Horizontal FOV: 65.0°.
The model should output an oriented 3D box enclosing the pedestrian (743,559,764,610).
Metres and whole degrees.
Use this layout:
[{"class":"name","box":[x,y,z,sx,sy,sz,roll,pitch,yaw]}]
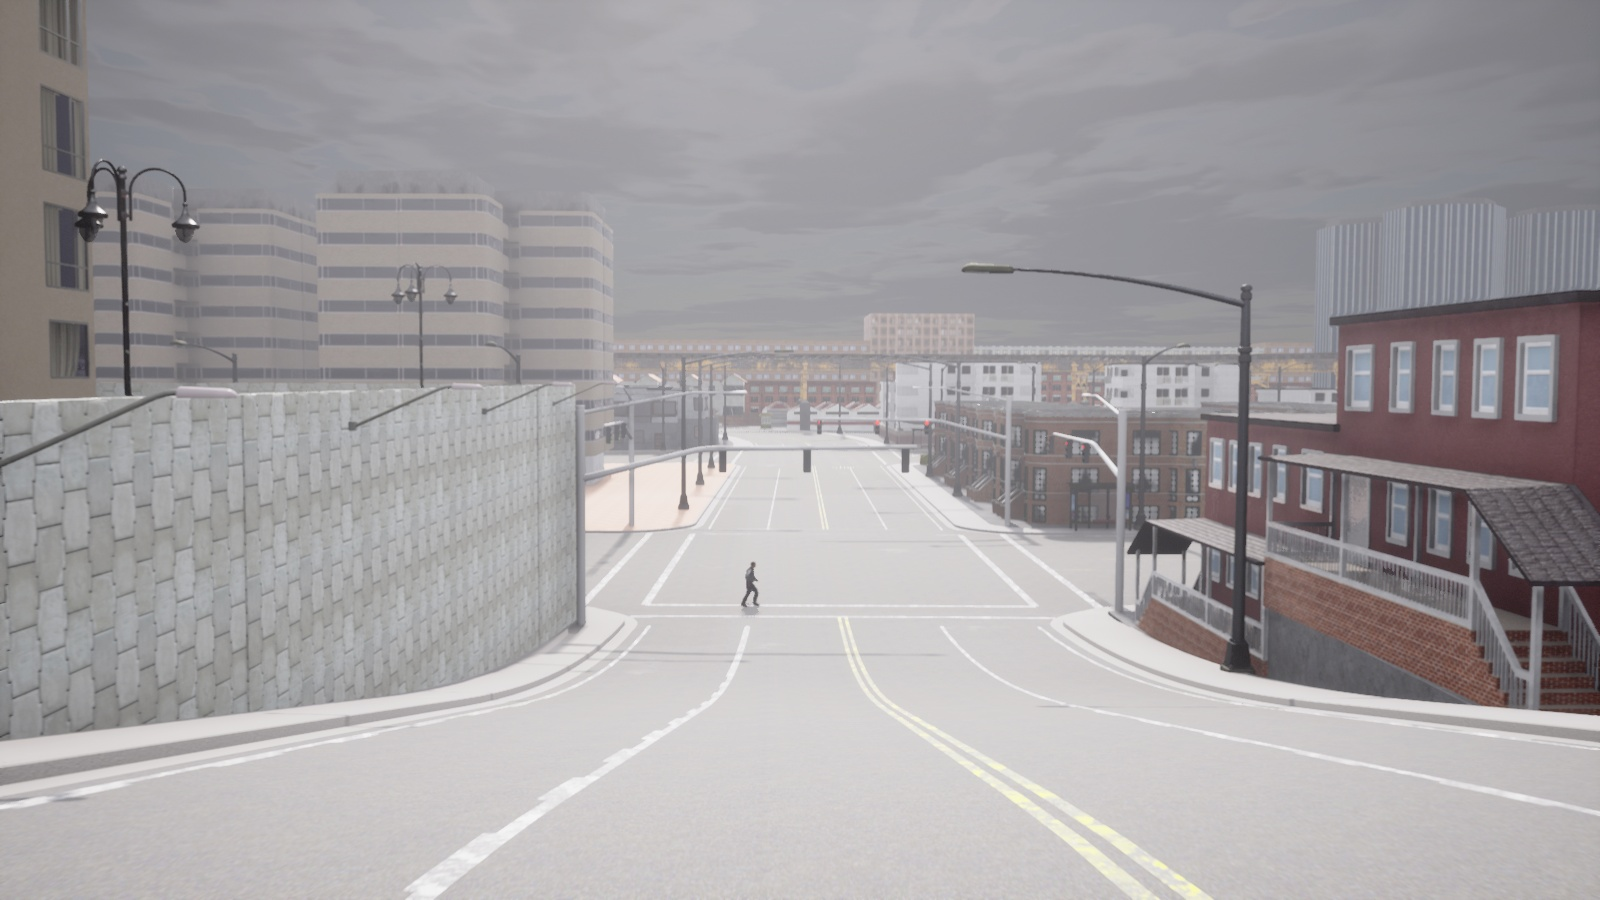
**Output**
[{"class":"pedestrian","box":[-1.827,5.257,49.104,0.788,1.949,0.423,0,3,1]}]
